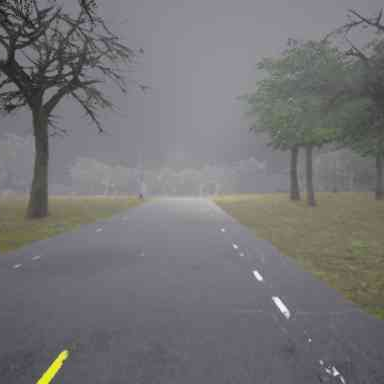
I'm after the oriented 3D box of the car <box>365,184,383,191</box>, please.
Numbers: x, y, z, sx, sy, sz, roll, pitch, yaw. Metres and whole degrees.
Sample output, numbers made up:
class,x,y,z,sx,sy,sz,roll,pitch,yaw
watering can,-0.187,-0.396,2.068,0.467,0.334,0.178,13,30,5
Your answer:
class,x,y,z,sx,sy,sz,roll,pitch,yaw
car,45.725,-0.988,82.206,5.566,2.045,2.150,-1,-2,-1
